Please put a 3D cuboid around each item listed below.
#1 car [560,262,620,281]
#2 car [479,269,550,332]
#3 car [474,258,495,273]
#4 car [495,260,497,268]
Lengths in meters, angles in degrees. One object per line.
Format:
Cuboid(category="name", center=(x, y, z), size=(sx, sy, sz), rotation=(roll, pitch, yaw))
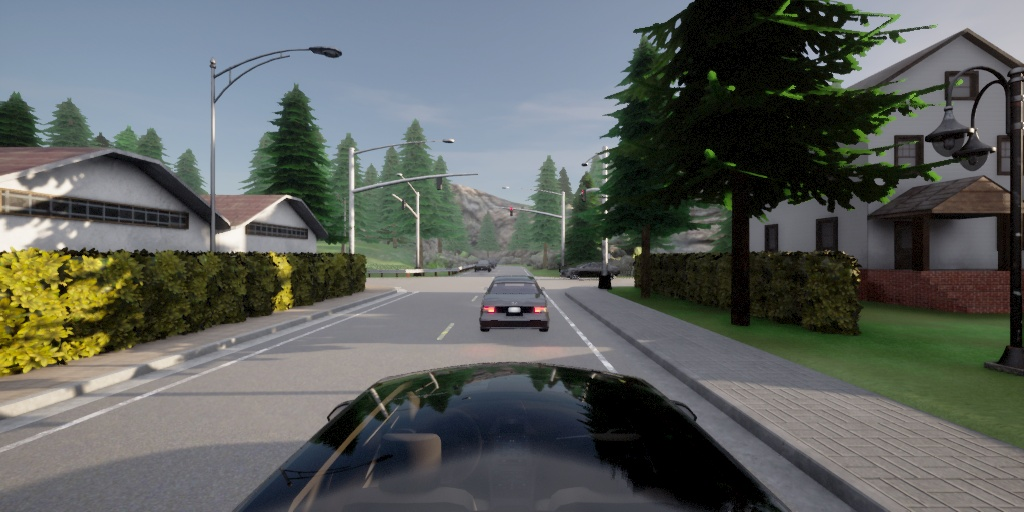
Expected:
Cuboid(category="car", center=(6.499, 1.226, 29.880), size=(4.902, 1.511, 2.128), rotation=(0, 0, -2))
Cuboid(category="car", center=(0.071, 1.297, 10.848), size=(2.033, 1.411, 5.357), rotation=(0, 0, 0))
Cuboid(category="car", center=(-3.583, 1.228, 44.913), size=(1.882, 1.535, 5.008), rotation=(0, 0, 0))
Cuboid(category="car", center=(-3.548, 1.351, 55.189), size=(1.895, 1.301, 4.718), rotation=(0, 0, 0))
